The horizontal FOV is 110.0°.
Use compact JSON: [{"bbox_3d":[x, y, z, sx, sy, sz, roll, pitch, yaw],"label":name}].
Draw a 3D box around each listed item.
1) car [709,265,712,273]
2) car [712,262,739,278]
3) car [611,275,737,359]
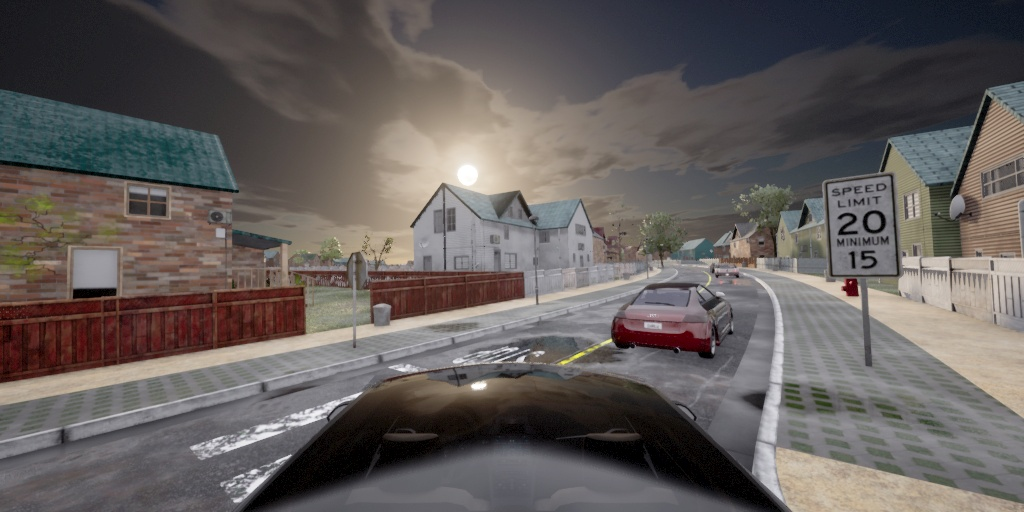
[{"bbox_3d":[25.152,1.429,43.509,1.895,1.301,4.718,-2,-1,25],"label":"car"},{"bbox_3d":[20.480,1.392,34.268,1.895,1.301,4.718,-3,-1,29],"label":"car"},{"bbox_3d":[3.951,1.322,8.566,1.994,1.385,4.181,-3,-2,37],"label":"car"}]
